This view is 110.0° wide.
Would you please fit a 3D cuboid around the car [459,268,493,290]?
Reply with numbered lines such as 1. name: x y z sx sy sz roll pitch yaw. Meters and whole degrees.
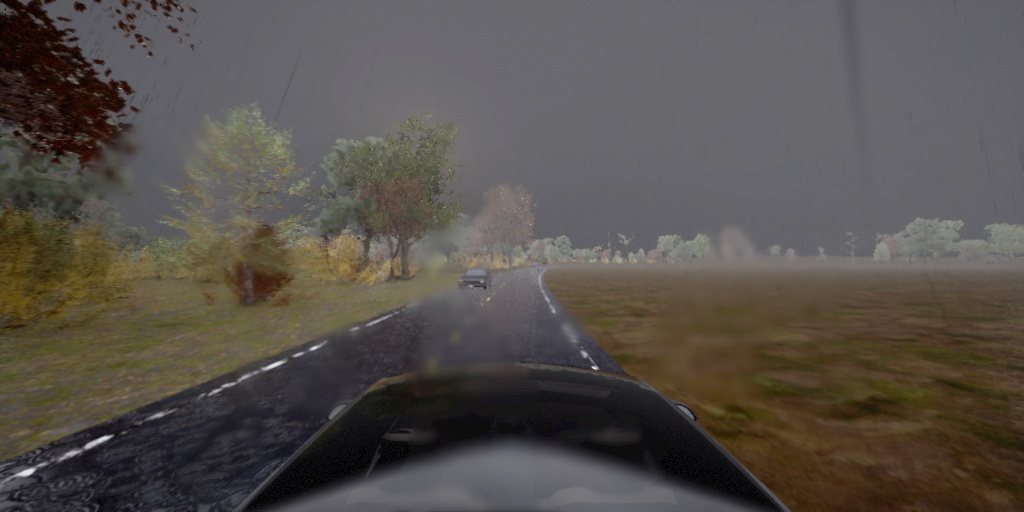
1. car: -2.468 1.603 25.832 2.033 1.411 5.357 0 -1 3
